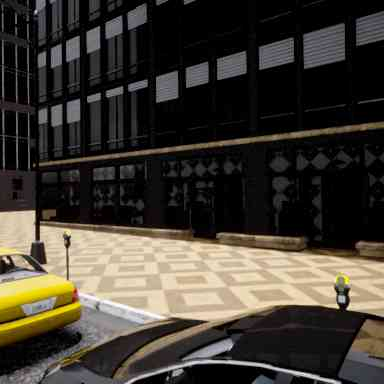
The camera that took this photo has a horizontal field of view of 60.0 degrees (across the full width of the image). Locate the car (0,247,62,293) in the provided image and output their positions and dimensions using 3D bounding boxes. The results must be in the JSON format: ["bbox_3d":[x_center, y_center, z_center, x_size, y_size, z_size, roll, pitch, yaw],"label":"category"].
[{"bbox_3d":[-3.957,1.527,5.877,4.829,1.417,1.752,0,-1,35],"label":"car"}]

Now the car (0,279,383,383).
[{"bbox_3d":[0.677,1.566,2.363,4.313,1.339,1.947,0,-1,35],"label":"car"}]
